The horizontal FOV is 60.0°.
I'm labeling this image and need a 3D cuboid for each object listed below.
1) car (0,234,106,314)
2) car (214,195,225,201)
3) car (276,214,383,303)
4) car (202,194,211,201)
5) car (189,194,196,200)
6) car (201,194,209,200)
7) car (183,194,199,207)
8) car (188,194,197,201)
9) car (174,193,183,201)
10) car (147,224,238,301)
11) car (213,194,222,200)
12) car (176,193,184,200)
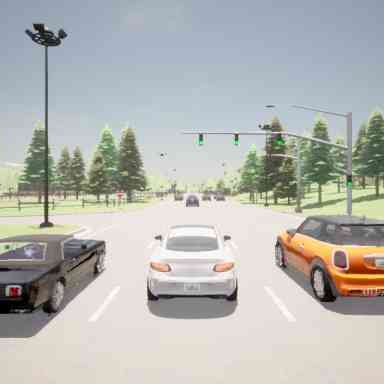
[{"bbox_3d":[-3.388,1.601,7.521,1.895,1.301,4.718,0,0,0],"label":"car"},{"bbox_3d":[7.124,1.517,82.715,2.128,1.511,4.902,0,0,0],"label":"car"},{"bbox_3d":[3.611,1.352,8.383,2.097,1.767,4.553,0,0,0],"label":"car"},{"bbox_3d":[3.625,1.347,83.107,2.097,1.767,4.553,0,0,0],"label":"car"},{"bbox_3d":[0.140,1.332,93.146,1.837,1.490,4.892,0,0,0],"label":"car"},{"bbox_3d":[3.640,1.372,93.140,2.033,1.411,5.357,0,0,0],"label":"car"},{"bbox_3d":[0.078,1.352,52.083,2.097,1.767,4.553,0,0,0],"label":"car"},{"bbox_3d":[0.125,1.347,83.112,2.097,1.767,4.553,0,0,0],"label":"car"},{"bbox_3d":[-3.375,1.544,83.114,1.994,1.385,4.181,0,0,0],"label":"car"},{"bbox_3d":[0.019,1.526,8.210,1.812,1.442,4.674,0,0,0],"label":"car"},{"bbox_3d":[7.140,1.385,93.135,1.994,1.385,4.181,0,0,0],"label":"car"},{"bbox_3d":[-3.360,1.187,93.121,2.097,1.767,4.553,0,0,0],"label":"car"}]
